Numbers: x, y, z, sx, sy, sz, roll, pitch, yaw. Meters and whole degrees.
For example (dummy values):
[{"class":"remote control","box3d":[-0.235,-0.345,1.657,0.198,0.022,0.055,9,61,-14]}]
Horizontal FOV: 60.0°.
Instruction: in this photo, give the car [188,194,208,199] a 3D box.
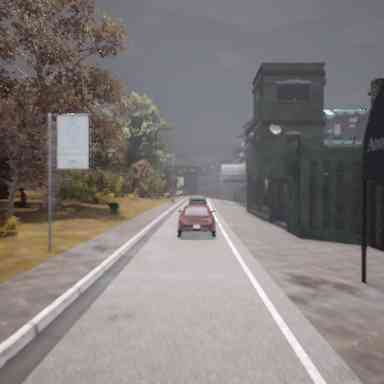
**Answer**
[{"class":"car","box3d":[0.627,1.021,35.301,1.837,1.490,4.892,0,1,2]}]

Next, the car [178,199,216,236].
[{"class":"car","box3d":[0.244,1.349,17.234,1.812,1.442,4.674,0,1,1]}]
